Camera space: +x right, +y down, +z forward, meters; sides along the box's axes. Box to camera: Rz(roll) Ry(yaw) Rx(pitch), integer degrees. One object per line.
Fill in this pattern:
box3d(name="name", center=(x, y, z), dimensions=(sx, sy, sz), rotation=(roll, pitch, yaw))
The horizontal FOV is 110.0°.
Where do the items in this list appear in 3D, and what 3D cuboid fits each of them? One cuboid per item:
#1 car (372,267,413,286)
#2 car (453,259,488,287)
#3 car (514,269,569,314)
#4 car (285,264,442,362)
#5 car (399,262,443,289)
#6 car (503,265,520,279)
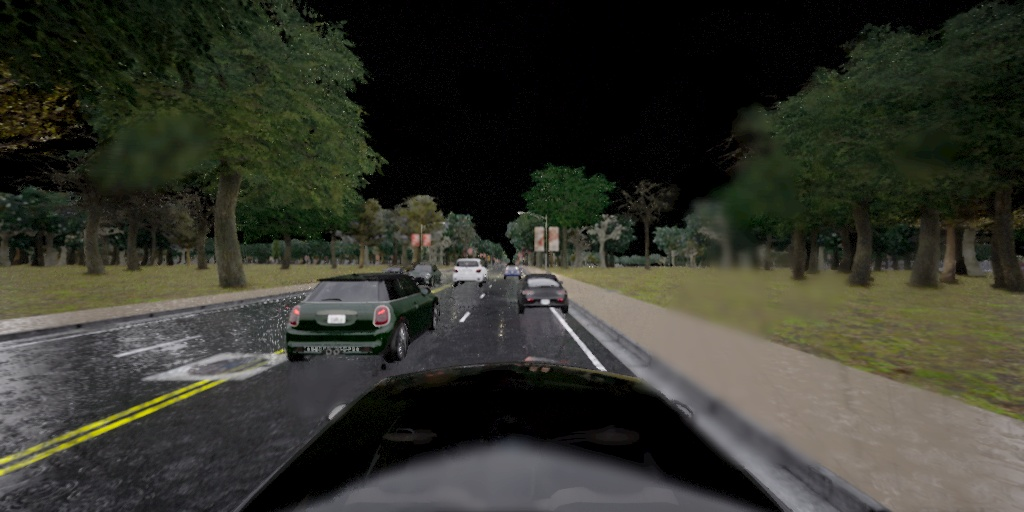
box3d(name="car", center=(-9.844, 1.624, 29.922), dimensions=(1.994, 1.385, 4.181), rotation=(0, -1, 0))
box3d(name="car", center=(-3.146, 1.257, 27.764), dimensions=(2.150, 2.045, 5.566), rotation=(0, -1, 0))
box3d(name="car", center=(1.138, 1.416, 14.481), dimensions=(1.812, 1.442, 4.674), rotation=(0, -1, 0))
box3d(name="car", center=(-3.150, 1.178, 8.563), dimensions=(2.097, 1.767, 4.553), rotation=(0, -1, 0))
box3d(name="car", center=(-6.595, 1.375, 26.627), dimensions=(2.097, 1.767, 4.553), rotation=(0, -1, 0))
box3d(name="car", center=(0.057, 1.708, 38.485), dimensions=(2.033, 1.411, 5.357), rotation=(0, -1, 1))
